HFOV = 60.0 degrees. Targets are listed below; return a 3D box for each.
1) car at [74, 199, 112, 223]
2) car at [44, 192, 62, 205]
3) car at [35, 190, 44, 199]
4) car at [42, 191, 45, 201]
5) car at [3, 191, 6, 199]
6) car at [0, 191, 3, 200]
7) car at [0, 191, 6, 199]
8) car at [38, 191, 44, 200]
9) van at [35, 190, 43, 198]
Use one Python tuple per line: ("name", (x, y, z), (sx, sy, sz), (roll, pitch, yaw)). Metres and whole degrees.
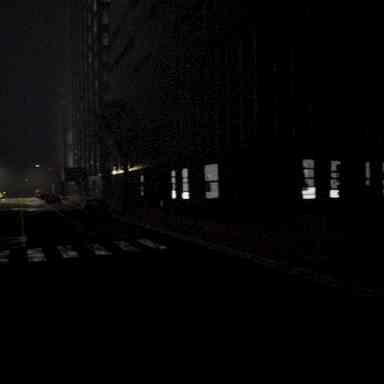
("car", (-6.796, 1.175, 22.603), (1.967, 1.590, 4.097), (0, 0, -27))
("car", (-19.590, 1.033, 47.335), (1.752, 1.417, 4.829), (0, 0, -27))
("car", (-32.304, 0.807, 71.914), (1.752, 1.417, 4.829), (0, 0, -27))
("car", (-22.132, 0.987, 52.251), (1.752, 1.417, 4.829), (0, 0, -27))
("car", (-42.139, 0.897, 72.688), (1.752, 1.417, 4.829), (0, 0, -27))
("car", (-32.044, 0.866, 53.175), (2.192, 1.841, 5.009), (0, 0, -27))
("car", (-44.758, 0.640, 77.753), (2.192, 1.841, 5.009), (0, 0, -27))
("car", (-27.140, 0.918, 61.931), (1.887, 1.381, 4.507), (0, 0, -27))
("van", (-39.854, 0.488, 86.509), (1.690, 1.788, 3.998), (0, 0, -27))
